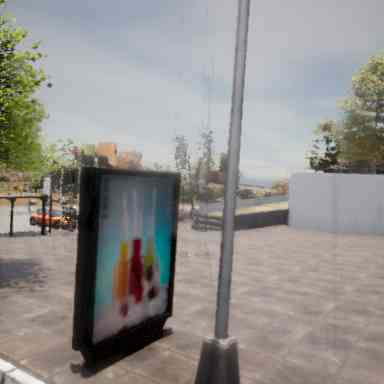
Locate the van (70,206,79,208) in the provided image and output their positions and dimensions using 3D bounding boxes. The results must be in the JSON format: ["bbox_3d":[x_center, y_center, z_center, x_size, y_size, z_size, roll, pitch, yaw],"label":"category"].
[{"bbox_3d":[-12.480,2.639,36.640,4.442,1.987,1.878,6,2,16],"label":"van"}]

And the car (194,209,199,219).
[{"bbox_3d":[-1.803,3.424,51.225,4.792,1.488,2.163,6,2,16],"label":"car"}]

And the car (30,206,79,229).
[{"bbox_3d":[-14.200,2.658,34.207,4.553,1.767,2.185,6,2,16],"label":"car"}]

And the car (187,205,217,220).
[{"bbox_3d":[1.707,3.446,56.087,4.553,1.767,2.185,6,2,16],"label":"car"}]

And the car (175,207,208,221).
[{"bbox_3d":[-0.077,3.481,53.660,4.892,1.521,2.231,6,2,16],"label":"car"}]

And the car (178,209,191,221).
[{"bbox_3d":[-3.527,3.059,48.777,5.566,2.045,2.435,6,2,16],"label":"car"}]
